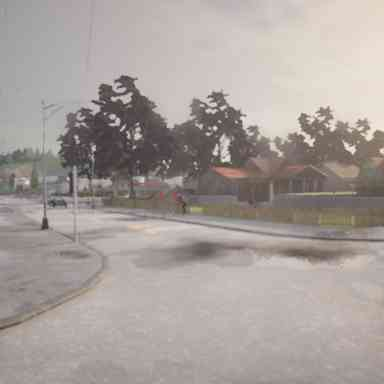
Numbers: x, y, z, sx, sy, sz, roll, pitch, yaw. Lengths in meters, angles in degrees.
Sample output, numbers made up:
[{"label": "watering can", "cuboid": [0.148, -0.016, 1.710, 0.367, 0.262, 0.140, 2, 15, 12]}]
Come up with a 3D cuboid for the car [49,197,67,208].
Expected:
[{"label": "car", "cuboid": [-19.618, 1.497, 48.600, 1.812, 1.442, 4.674, -1, 0, -32]}]

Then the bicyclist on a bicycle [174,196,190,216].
[{"label": "bicyclist on a bicycle", "cuboid": [-0.859, 1.167, 27.194, 1.656, 1.620, 0.582, -2, 1, -33]}]

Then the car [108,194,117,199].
[{"label": "car", "cuboid": [-18.626, 1.053, 76.134, 1.994, 1.381, 4.181, -1, 0, -33]}]
